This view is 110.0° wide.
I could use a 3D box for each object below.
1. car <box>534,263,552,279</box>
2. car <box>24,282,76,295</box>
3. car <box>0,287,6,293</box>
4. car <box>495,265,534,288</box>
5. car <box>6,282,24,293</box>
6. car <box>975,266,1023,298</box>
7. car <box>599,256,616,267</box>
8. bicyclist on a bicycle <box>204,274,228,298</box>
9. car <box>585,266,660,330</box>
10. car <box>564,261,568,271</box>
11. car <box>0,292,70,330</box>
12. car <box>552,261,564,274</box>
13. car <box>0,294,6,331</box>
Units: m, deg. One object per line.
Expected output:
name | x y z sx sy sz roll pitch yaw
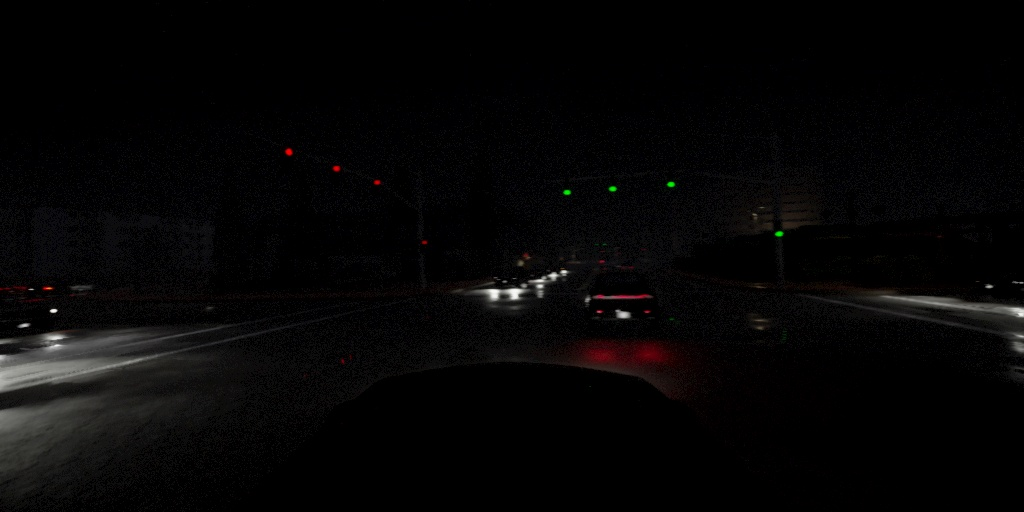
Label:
car | 2.543 1.586 36.886 1.812 1.442 4.674 -2 -1 15
car | -44.030 3.213 34.305 1.837 1.490 4.892 -1 -1 -41
car | -44.511 3.218 29.538 2.033 1.411 5.357 -1 -1 -44
car | 0.082 1.545 27.376 1.837 1.490 4.892 -2 -1 15
car | -51.119 3.482 37.893 1.882 1.535 5.008 -2 -1 -30
car | 18.529 0.700 11.555 4.892 1.490 1.837 -2 -1 15
car | 13.816 1.039 51.866 2.150 2.045 5.566 -2 -2 15
bicyclist on a bicycle | -20.492 2.052 24.800 0.582 1.620 1.656 -2 0 11
car | 3.300 1.229 11.052 2.128 1.511 4.902 -2 -1 14
car | 7.684 1.604 56.449 1.837 1.490 4.892 -2 -1 14
car | -18.961 2.161 12.847 4.718 1.301 1.895 -2 -1 12
car | 5.093 1.643 46.600 1.994 1.385 4.181 -2 -1 16
car | -15.496 1.877 8.559 4.902 1.511 2.128 -2 -1 12
